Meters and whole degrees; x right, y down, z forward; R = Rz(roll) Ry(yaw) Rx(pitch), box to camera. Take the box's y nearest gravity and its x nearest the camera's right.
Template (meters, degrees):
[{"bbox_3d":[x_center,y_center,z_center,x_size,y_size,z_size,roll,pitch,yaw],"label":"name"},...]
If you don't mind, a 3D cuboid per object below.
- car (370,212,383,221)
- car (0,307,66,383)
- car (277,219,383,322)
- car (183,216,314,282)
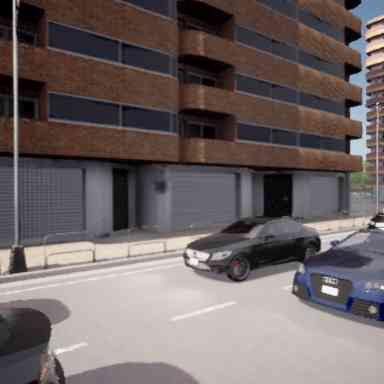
[{"bbox_3d":[10.265,1.349,15.801,4.902,1.511,2.128,-1,0,-36],"label":"car"},{"bbox_3d":[-3.236,1.525,1.651,4.892,1.490,1.837,0,0,-36],"label":"car"},{"bbox_3d":[4.005,1.506,6.924,4.181,1.385,1.994,-1,0,-36],"label":"car"},{"bbox_3d":[1.935,1.472,9.736,4.674,1.442,1.812,-1,0,-36],"label":"car"}]
